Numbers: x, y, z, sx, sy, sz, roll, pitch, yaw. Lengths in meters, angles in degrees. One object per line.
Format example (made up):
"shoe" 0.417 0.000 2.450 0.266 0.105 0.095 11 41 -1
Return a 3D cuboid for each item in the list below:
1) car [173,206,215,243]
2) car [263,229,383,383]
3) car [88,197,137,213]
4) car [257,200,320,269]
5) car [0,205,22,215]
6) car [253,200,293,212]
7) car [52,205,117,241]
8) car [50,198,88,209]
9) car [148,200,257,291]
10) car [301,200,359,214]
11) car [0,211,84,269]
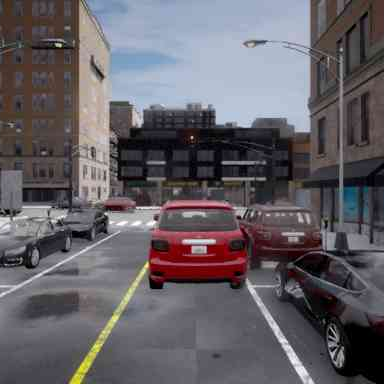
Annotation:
"car" 0.092 1.526 16.952 1.812 1.442 4.674 0 0 0
"car" 2.636 1.566 5.373 1.947 1.339 4.313 0 0 0
"car" -8.263 1.319 35.685 4.553 1.767 2.097 0 0 0
"car" 2.637 1.315 11.035 2.192 1.841 5.009 0 0 0
"car" -17.512 1.524 28.939 4.718 1.301 1.895 0 0 0
"car" 9.462 1.619 39.012 4.181 1.385 1.994 0 0 0
"car" -5.387 1.566 16.698 1.947 1.339 4.313 0 0 0
"car" -14.037 1.432 38.910 4.902 1.511 2.128 0 0 0
"car" 0.080 1.221 9.194 2.150 2.045 5.566 0 0 -1
"car" 14.787 1.630 35.785 5.357 1.411 2.033 0 0 0
"car" -5.388 1.551 11.036 2.008 1.369 4.403 0 0 0
